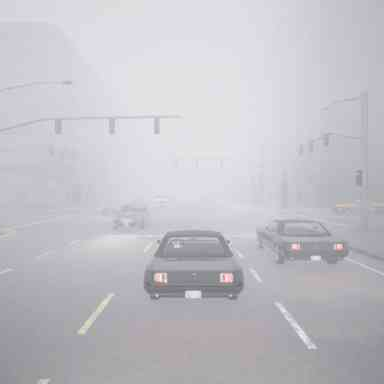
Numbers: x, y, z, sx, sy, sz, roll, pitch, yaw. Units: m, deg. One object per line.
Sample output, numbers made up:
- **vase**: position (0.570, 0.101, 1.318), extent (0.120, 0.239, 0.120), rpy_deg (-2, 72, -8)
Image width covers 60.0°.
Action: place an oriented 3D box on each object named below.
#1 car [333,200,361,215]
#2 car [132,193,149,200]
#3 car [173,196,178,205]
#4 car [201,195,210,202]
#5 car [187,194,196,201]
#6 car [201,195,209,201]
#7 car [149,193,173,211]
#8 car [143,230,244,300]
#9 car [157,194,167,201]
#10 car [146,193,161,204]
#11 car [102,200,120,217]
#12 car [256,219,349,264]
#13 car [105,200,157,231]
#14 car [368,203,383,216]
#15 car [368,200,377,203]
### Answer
- **car**: position (17.206, 1.533, 34.350), extent (5.008, 1.535, 1.882), rpy_deg (0, 0, 0)
- **car**: position (-7.530, 1.221, 49.103), extent (2.150, 2.045, 5.566), rpy_deg (0, 0, 0)
- **car**: position (-3.980, 1.564, 58.246), extent (1.994, 1.385, 4.181), rpy_deg (0, 0, 1)
- **car**: position (3.288, 1.595, 77.487), extent (1.895, 1.301, 4.718), rpy_deg (0, 0, 1)
- **car**: position (-0.114, 1.355, 87.333), extent (2.097, 1.767, 4.553), rpy_deg (0, 0, 1)
- **car**: position (3.387, 1.553, 87.462), extent (1.994, 1.385, 4.181), rpy_deg (0, 0, 1)
- **car**: position (-3.810, 1.225, 41.730), extent (2.150, 2.045, 5.566), rpy_deg (0, 0, -3)
- **car**: position (0.042, 1.601, 8.348), extent (1.895, 1.301, 4.718), rpy_deg (0, 0, 0)
- **car**: position (-7.181, 1.350, 80.678), extent (1.837, 1.490, 4.892), rpy_deg (0, 0, 1)
- **car**: position (-7.376, 1.223, 64.861), extent (2.150, 2.045, 5.566), rpy_deg (0, 0, 1)
- **car**: position (-7.339, 1.554, 32.118), extent (1.812, 1.442, 4.674), rpy_deg (0, 0, -1)
- **car**: position (3.548, 1.601, 11.734), extent (1.895, 1.301, 4.718), rpy_deg (0, 0, 0)
- **car**: position (-3.690, 1.513, 20.995), extent (2.128, 1.511, 4.902), rpy_deg (0, 0, -1)
- **car**: position (3.593, 1.221, 1.982), extent (2.150, 2.045, 5.566), rpy_deg (0, 0, 0)
- **car**: position (19.269, 1.547, 30.848), extent (4.902, 1.511, 2.128), rpy_deg (0, 0, 0)
